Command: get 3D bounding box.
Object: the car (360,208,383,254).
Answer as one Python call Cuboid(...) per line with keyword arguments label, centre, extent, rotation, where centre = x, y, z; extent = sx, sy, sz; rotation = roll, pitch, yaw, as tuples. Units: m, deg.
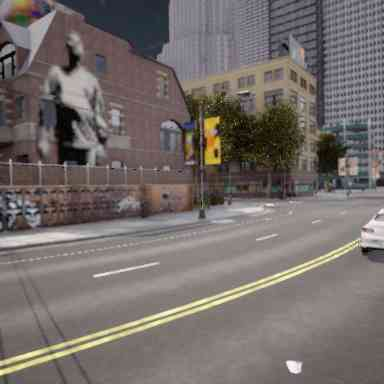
Cuboid(label="car", centre=(6.999, 1.223, 11.058), extent=(1.812, 1.442, 4.674), rotation=(0, 1, 40))
